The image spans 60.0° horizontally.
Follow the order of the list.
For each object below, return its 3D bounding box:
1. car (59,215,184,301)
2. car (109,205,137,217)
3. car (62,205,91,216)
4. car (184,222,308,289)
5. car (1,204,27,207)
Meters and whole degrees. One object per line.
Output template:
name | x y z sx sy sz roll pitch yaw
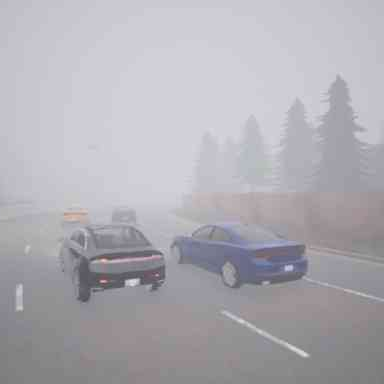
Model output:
car | -2.294 1.597 8.732 2.128 1.511 4.902 1 -1 -27
car | -5.590 1.799 26.680 1.882 1.535 5.008 0 -1 -16
car | -8.972 1.766 25.801 1.882 1.535 5.008 0 -1 -16
car | 1.055 1.618 9.840 1.882 1.535 5.008 1 -1 -28
car | -22.831 1.795 44.006 2.097 1.767 4.553 0 -1 -3
